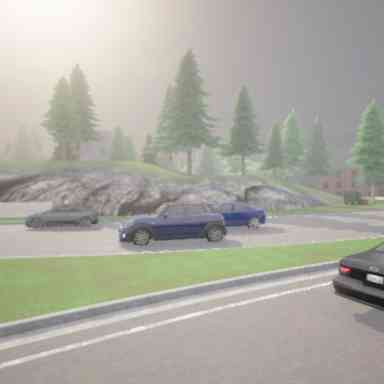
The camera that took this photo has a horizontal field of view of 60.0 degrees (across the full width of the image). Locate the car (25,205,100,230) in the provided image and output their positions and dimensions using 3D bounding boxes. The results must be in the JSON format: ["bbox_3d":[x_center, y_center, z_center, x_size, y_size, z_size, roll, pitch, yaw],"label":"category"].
[{"bbox_3d":[-7.793,1.486,20.264,4.181,1.385,1.994,-1,0,-8],"label":"car"}]

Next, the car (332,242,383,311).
[{"bbox_3d":[5.231,1.436,6.583,5.357,1.411,2.033,-1,0,-27],"label":"car"}]

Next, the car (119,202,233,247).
[{"bbox_3d":[-0.845,1.245,14.359,4.553,1.767,2.097,-1,0,-13],"label":"car"}]

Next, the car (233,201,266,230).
[{"bbox_3d":[1.713,1.307,18.625,5.008,1.535,1.882,-1,1,-19],"label":"car"}]
